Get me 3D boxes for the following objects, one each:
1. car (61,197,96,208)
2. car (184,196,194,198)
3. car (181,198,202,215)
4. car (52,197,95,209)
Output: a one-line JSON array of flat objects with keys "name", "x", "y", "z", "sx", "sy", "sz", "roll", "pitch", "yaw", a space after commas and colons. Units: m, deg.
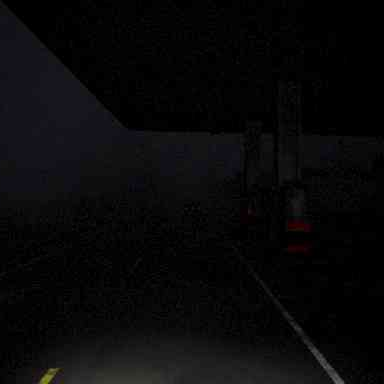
[{"name": "car", "x": -16.549, "y": 1.475, "z": 48.734, "sx": 4.514, "sy": 1.523, "sz": 2.007, "roll": 0, "pitch": 0, "yaw": -1}, {"name": "car", "x": -0.605, "y": 1.513, "z": 56.680, "sx": 2.097, "sy": 1.767, "sz": 4.553, "roll": 0, "pitch": 0, "yaw": -9}, {"name": "car", "x": 0.072, "y": 1.646, "z": 34.758, "sx": 2.033, "sy": 1.411, "sz": 5.357, "roll": 0, "pitch": 0, "yaw": 0}, {"name": "car", "x": -16.476, "y": 1.457, "z": 45.597, "sx": 5.027, "sy": 1.636, "sz": 2.152, "roll": 0, "pitch": 0, "yaw": -1}]
